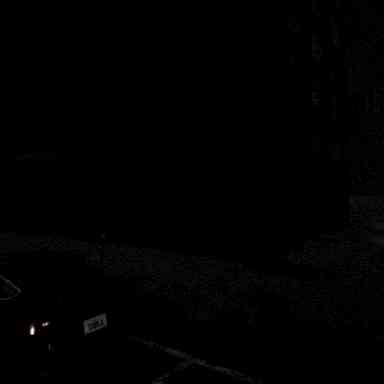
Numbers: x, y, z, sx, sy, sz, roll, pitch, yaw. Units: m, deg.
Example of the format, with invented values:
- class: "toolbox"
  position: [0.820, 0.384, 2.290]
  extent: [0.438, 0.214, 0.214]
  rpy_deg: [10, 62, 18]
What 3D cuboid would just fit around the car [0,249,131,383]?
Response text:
- class: "car"
  position: [-2.815, 1.566, 5.076]
  extent: [4.313, 1.339, 1.947]
  rpy_deg: [0, 0, 35]
